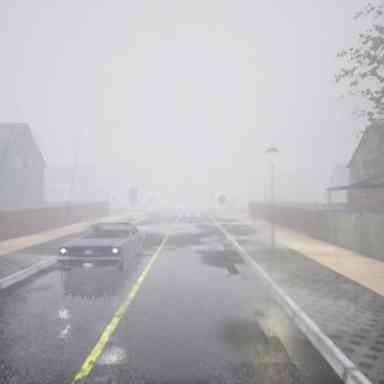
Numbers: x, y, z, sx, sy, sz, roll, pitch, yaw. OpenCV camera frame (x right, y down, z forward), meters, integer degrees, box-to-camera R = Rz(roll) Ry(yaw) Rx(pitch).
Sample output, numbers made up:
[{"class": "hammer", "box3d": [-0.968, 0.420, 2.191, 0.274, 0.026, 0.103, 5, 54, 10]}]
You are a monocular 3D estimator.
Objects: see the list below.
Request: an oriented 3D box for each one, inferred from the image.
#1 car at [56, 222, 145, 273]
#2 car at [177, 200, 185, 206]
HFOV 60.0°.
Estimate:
[{"class": "car", "box3d": [-2.849, 1.733, 11.359, 1.895, 1.301, 4.718, 0, -1, 0]}, {"class": "car", "box3d": [-2.753, 2.772, 83.517, 1.895, 1.301, 4.718, 0, -1, 0]}]
